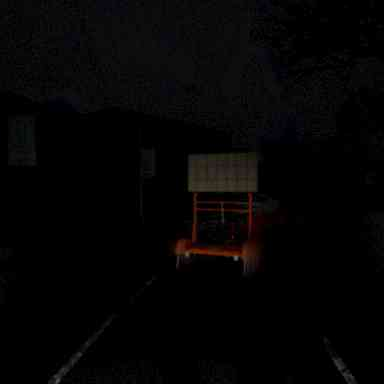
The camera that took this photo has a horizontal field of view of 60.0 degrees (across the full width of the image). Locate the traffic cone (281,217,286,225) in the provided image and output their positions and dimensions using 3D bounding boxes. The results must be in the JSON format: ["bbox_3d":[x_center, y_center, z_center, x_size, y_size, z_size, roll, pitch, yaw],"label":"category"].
[{"bbox_3d":[6.244,1.946,22.591,0.340,0.580,0.340,1,0,21],"label":"traffic cone"}]

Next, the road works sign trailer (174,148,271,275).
[{"bbox_3d":[1.011,0.449,10.683,2.380,3.560,2.880,0,0,21],"label":"road works sign trailer"}]

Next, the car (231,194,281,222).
[{"bbox_3d":[5.295,1.177,26.770,2.150,2.045,5.566,1,0,37],"label":"car"}]
